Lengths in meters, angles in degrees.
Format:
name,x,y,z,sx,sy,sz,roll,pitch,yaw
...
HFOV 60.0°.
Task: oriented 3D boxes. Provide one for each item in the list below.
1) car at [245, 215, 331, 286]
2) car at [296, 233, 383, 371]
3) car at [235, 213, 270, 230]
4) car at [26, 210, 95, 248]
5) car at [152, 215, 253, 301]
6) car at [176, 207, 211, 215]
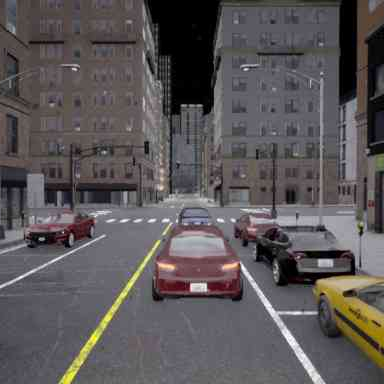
name,x,y,z,sx,sy,sz,roll,pitch,yaw
car,2.870,1.561,9.217,1.947,1.339,4.313,-1,0,0
car,2.867,1.523,3.801,1.752,1.417,4.829,-1,0,0
car,2.873,1.574,14.803,1.802,1.307,4.206,-1,0,0
car,-5.672,1.537,14.804,1.887,1.381,4.507,-1,0,0
car,0.102,1.522,8.186,1.812,1.442,4.674,0,0,0
car,0.140,1.538,18.207,2.033,1.411,5.357,0,0,-3
